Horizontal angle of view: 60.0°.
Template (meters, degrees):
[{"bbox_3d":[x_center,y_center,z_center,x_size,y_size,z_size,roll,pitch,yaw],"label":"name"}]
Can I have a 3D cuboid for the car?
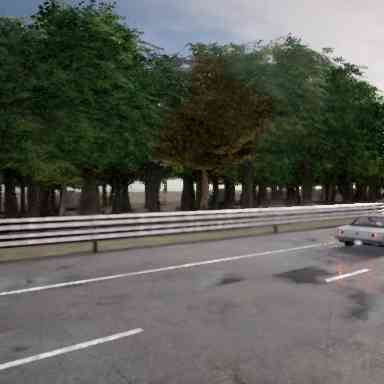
[{"bbox_3d":[8.059,1.609,13.790,4.718,1.301,1.895,0,0,-35],"label":"car"}]
